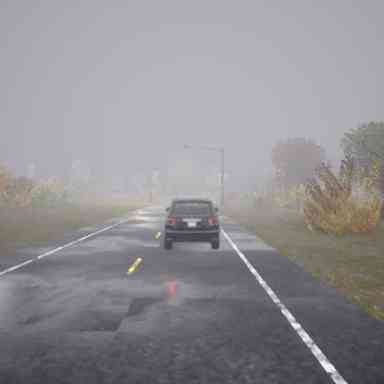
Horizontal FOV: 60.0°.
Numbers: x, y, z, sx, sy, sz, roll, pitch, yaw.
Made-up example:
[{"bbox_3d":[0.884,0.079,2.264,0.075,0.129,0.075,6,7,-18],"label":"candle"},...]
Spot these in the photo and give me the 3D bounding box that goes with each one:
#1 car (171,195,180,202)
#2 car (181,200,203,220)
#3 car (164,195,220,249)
[{"bbox_3d":[-3.760,1.508,75.946,1.837,1.490,4.892,0,0,-3],"label":"car"},{"bbox_3d":[0.000,1.526,29.651,1.837,1.490,4.892,0,0,0],"label":"car"},{"bbox_3d":[0.000,1.260,14.681,2.150,2.045,5.566,0,0,0],"label":"car"}]
